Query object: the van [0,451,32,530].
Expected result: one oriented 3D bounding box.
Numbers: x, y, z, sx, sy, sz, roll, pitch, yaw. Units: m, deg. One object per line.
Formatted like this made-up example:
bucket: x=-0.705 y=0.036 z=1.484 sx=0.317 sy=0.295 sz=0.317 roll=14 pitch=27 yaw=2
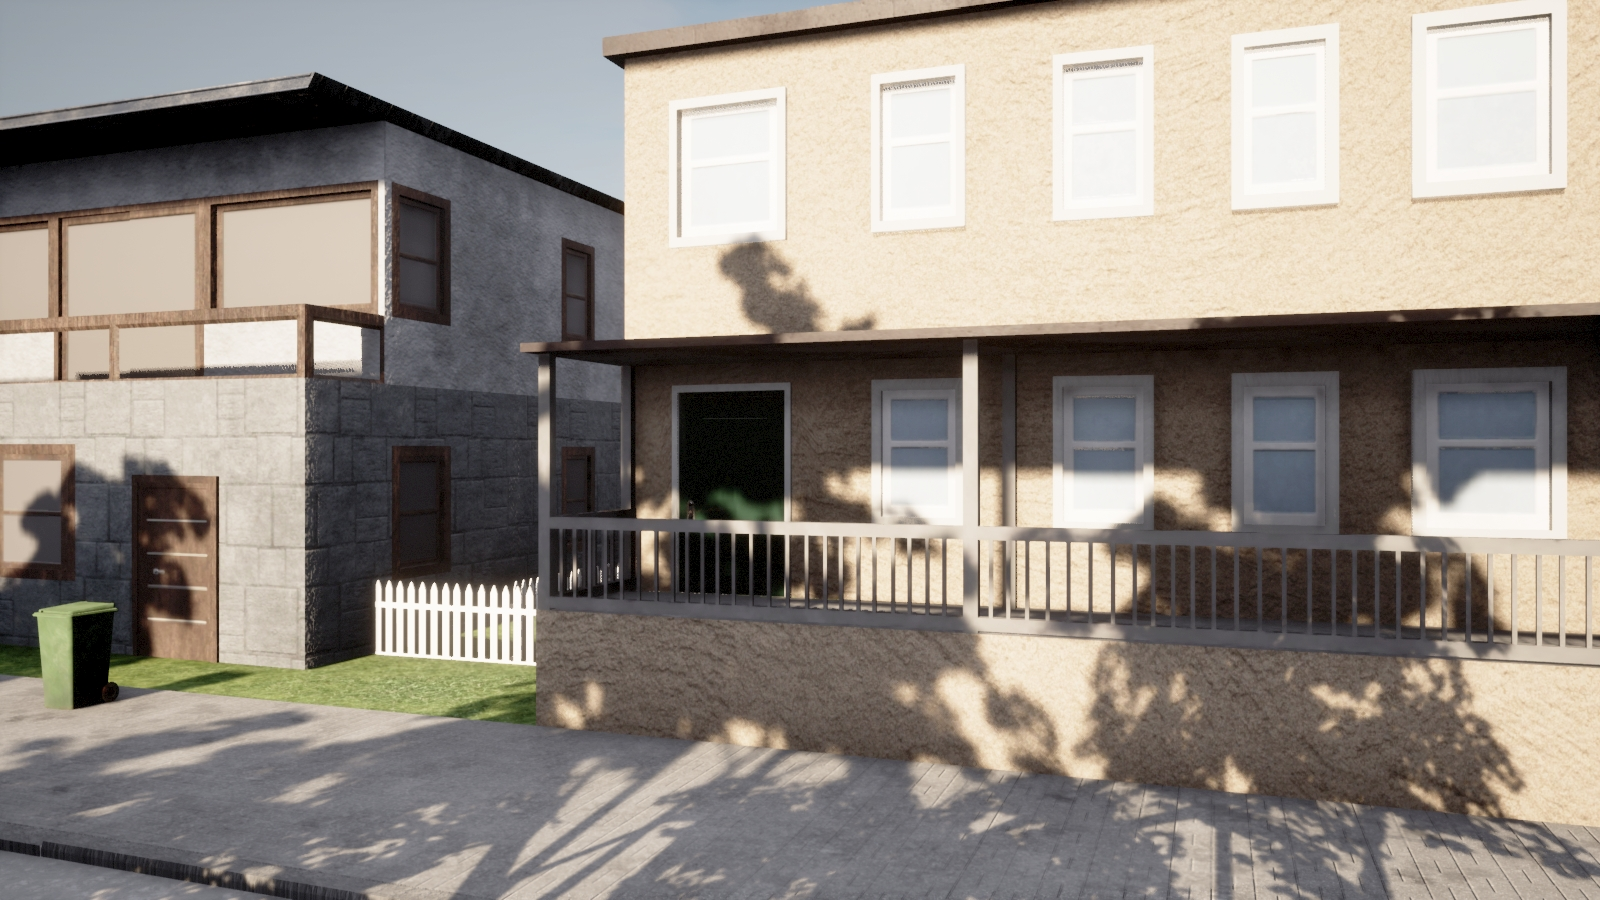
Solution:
van: x=-27.753 y=1.329 z=35.973 sx=1.988 sy=2.561 sz=5.915 roll=0 pitch=0 yaw=20
